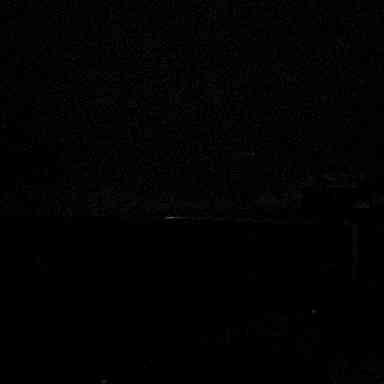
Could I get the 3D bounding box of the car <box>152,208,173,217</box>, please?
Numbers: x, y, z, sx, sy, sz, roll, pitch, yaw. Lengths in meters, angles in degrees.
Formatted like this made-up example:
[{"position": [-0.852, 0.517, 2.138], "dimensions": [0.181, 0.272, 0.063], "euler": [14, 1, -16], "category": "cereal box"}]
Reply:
[{"position": [-4.916, 3.377, 54.385], "dimensions": [1.812, 1.442, 4.674], "euler": [0, -3, -35], "category": "car"}]
